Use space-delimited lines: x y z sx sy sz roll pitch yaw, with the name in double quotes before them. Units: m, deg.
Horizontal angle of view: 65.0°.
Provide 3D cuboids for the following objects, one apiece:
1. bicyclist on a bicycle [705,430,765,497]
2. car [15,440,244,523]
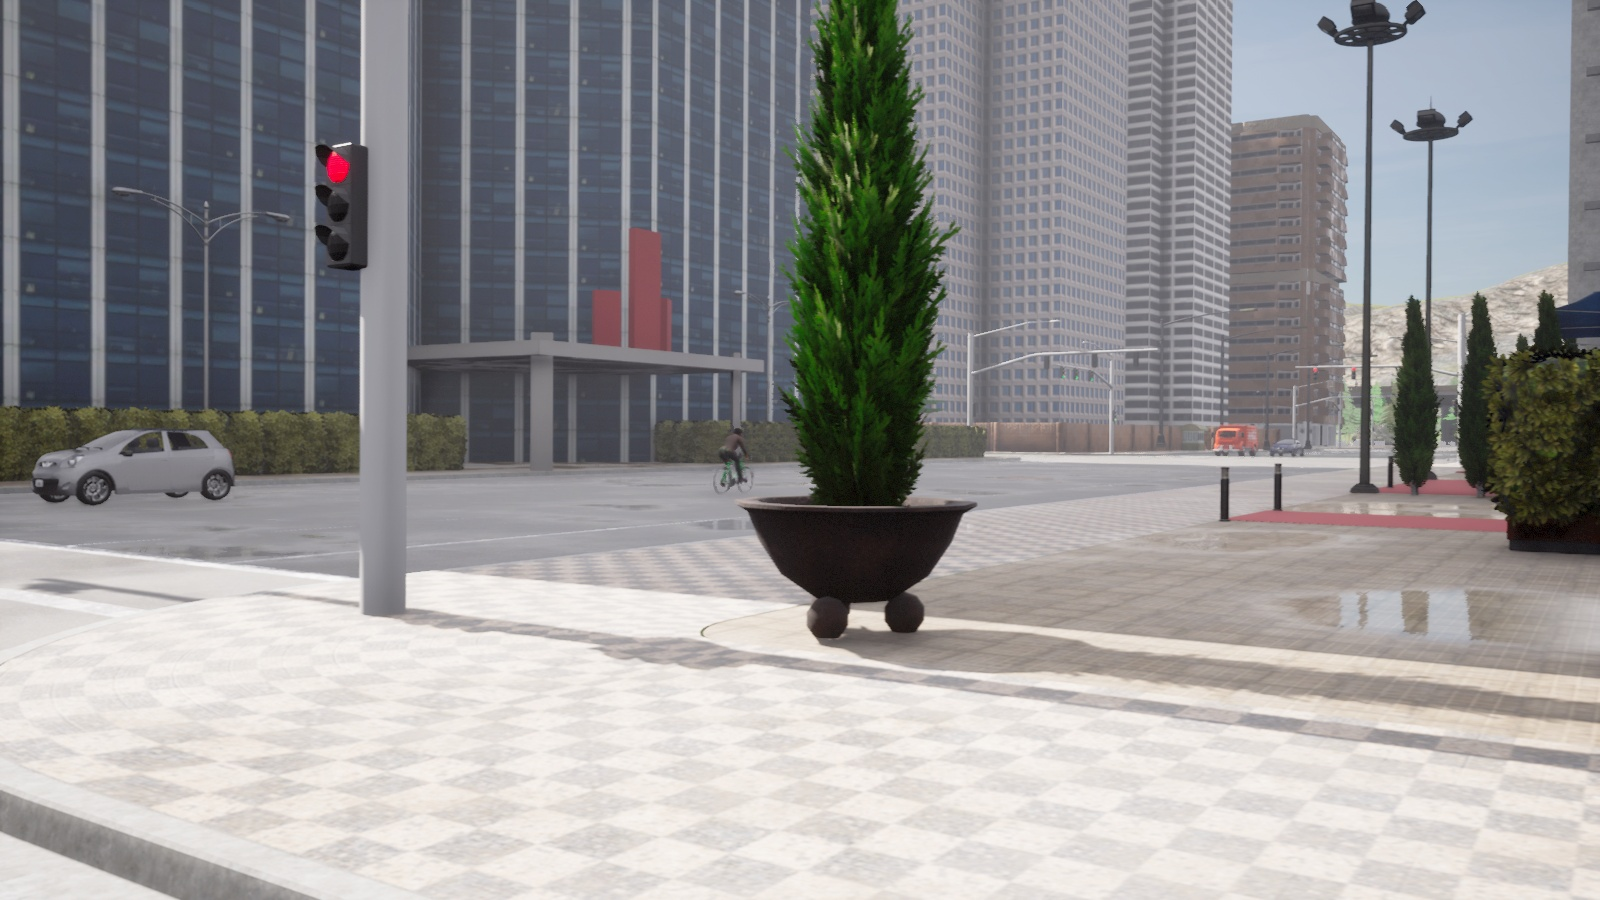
"bicyclist on a bicycle" -1.583 0.317 30.876 0.582 1.620 1.656 0 1 33
"car" -13.474 0.576 25.425 1.845 1.501 3.633 0 1 33
